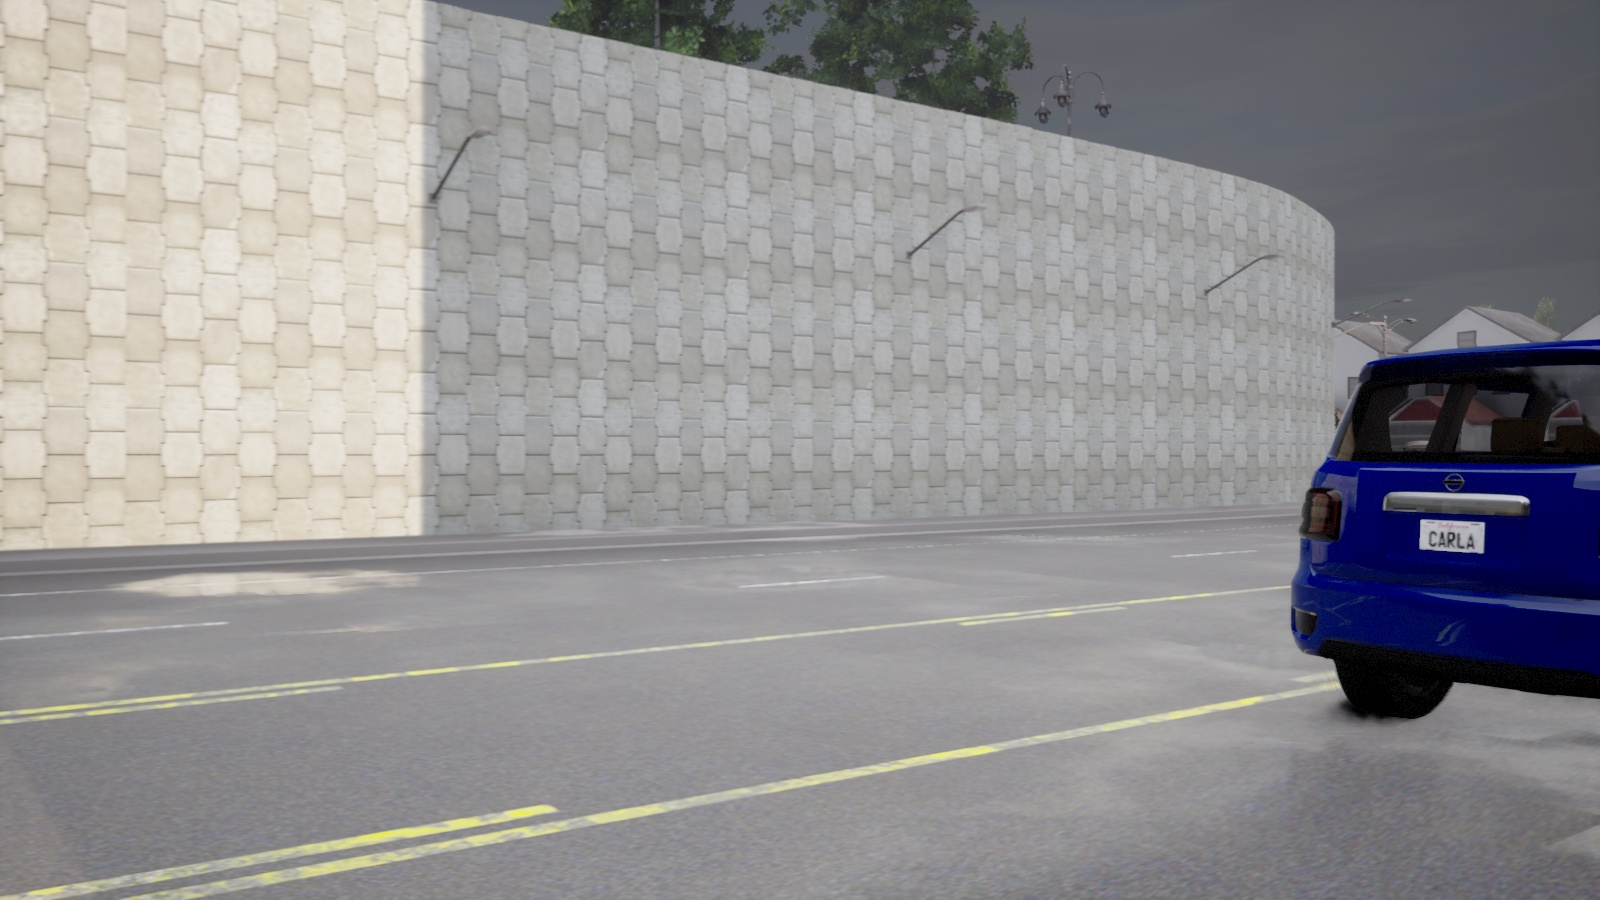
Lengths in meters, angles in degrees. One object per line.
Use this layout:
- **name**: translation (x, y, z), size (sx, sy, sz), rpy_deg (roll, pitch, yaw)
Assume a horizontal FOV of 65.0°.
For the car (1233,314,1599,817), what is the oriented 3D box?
- **car**: translation (5.156, 0.471, 7.248), size (5.566, 2.045, 2.150), rpy_deg (0, 0, -35)
